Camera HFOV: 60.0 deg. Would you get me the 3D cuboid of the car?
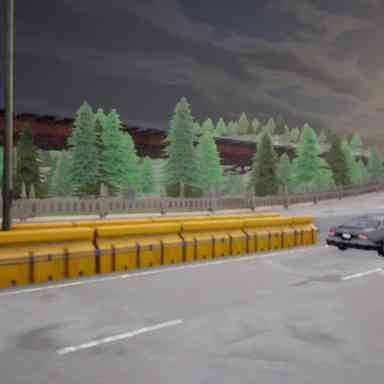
[{"bbox_3d":[7.715,1.683,13.677,5.357,1.411,2.033,1,0,-36],"label":"car"}]
